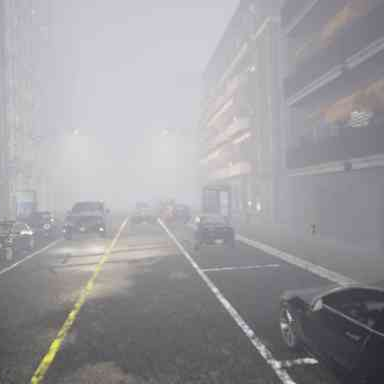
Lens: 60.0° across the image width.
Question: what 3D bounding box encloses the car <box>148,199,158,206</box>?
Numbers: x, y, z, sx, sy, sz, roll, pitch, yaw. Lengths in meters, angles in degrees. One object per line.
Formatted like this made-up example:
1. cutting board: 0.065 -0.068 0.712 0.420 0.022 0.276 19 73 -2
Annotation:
1. car: -8.950 2.410 75.914 1.947 1.339 4.313 -2 0 -9

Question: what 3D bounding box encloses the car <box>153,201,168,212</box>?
1. car: -4.582 2.070 48.013 1.802 1.307 4.206 -2 0 -9

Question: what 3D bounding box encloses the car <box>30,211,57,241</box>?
1. car: -8.494 1.846 18.815 1.967 1.590 4.097 -2 0 -9

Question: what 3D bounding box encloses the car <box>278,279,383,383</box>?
1. car: 2.407 1.512 3.372 1.947 1.339 4.313 -2 0 -9

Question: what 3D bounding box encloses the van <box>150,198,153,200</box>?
1. van: -8.085 2.113 70.335 1.690 1.788 3.998 -2 0 -9

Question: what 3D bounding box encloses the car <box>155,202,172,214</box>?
1. car: -3.709 2.002 42.433 1.802 1.307 4.206 -2 0 -9

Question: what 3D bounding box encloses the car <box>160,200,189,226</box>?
1. car: -1.092 1.655 25.693 1.967 1.590 4.097 -2 0 -9

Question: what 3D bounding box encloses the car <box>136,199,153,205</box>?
1. car: -6.232 1.973 41.563 1.882 1.535 5.008 -2 0 -9

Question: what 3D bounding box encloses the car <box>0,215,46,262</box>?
1. car: -7.616 1.888 13.233 2.008 1.369 4.403 -2 0 -9

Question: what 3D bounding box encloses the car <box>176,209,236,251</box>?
1. car: 0.659 1.630 14.532 2.008 1.369 4.403 -2 0 -9

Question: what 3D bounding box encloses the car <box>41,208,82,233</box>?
1. car: -9.338 1.997 24.225 1.752 1.417 4.829 -2 0 -9

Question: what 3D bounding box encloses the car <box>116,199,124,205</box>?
1. car: -19.850 2.759 91.357 1.967 1.590 4.097 -2 0 -9

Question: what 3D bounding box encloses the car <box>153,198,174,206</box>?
1. car: -2.843 1.667 36.854 2.192 1.841 5.009 -2 0 -9

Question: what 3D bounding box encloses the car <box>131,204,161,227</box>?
1. car: -3.677 1.898 25.441 1.895 1.301 4.718 -2 0 -9

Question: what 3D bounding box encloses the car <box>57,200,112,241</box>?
1. car: -5.989 1.550 19.603 2.150 2.045 5.566 -2 0 -9
